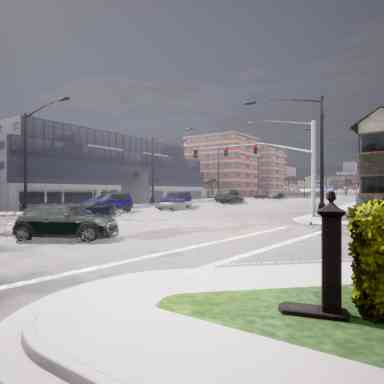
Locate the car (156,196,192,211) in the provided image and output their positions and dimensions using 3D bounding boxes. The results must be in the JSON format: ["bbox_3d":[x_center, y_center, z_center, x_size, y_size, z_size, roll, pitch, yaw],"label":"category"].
[{"bbox_3d":[-2.043,1.469,38.496,1.895,1.301,4.718,0,1,35],"label":"car"}]

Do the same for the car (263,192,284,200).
[{"bbox_3d":[16.263,0.681,64.502,2.128,1.511,4.902,0,0,36],"label":"car"}]

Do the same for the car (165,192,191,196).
[{"bbox_3d":[-2.175,1.002,44.402,2.150,2.045,5.566,0,2,35],"label":"car"}]

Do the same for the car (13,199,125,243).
[{"bbox_3d":[-5.836,1.347,15.675,4.553,1.767,2.097,0,0,6],"label":"car"}]

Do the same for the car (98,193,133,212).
[{"bbox_3d":[-8.681,1.164,35.135,2.150,2.045,5.566,0,0,35],"label":"car"}]

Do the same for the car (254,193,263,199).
[{"bbox_3d":[14.400,0.772,67.892,1.895,1.301,4.718,0,0,35],"label":"car"}]

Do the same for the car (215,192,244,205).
[{"bbox_3d":[5.929,1.165,49.866,1.895,1.301,4.718,0,2,35],"label":"car"}]

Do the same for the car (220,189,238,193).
[{"bbox_3d":[5.972,0.636,55.999,2.150,2.045,5.566,0,2,36],"label":"car"}]
